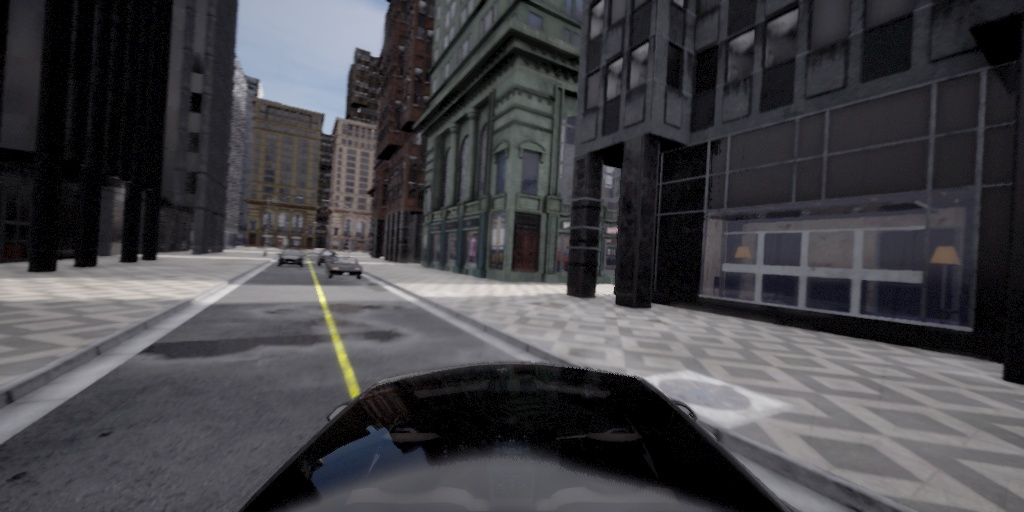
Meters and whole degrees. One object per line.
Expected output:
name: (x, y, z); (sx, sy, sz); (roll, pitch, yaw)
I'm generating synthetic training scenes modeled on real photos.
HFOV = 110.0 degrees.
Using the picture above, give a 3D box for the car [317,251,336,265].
car: (-18.392, 0.199, 35.939); (1.812, 1.442, 4.674); (3, 0, -30)

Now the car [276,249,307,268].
car: (-18.641, 0.156, 30.344); (1.837, 1.490, 4.892); (3, 0, -30)

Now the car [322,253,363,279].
car: (-10.878, 0.709, 23.100); (1.895, 1.301, 4.718); (3, 0, -30)
